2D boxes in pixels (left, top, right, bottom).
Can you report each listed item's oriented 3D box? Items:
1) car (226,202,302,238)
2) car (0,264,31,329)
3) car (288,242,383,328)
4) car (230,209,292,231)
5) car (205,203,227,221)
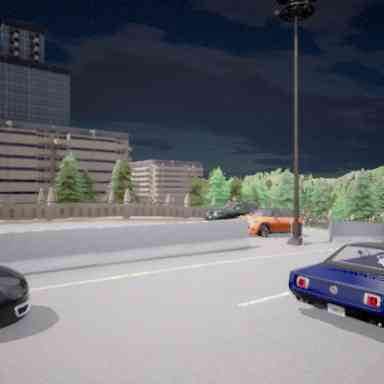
[{"bbox_3d":[4.615,1.742,20.172,4.553,1.767,2.097,4,-2,-35],"label":"car"},{"bbox_3d":[-4.912,1.494,4.541,4.892,1.490,1.837,0,0,-35],"label":"car"},{"bbox_3d":[4.171,1.685,6.718,4.718,1.301,1.895,1,-1,-35],"label":"car"},{"bbox_3d":[5.220,2.107,24.902,4.674,1.442,1.812,5,-3,-35],"label":"car"},{"bbox_3d":[3.721,1.845,28.133,5.566,2.045,2.150,5,-3,-35],"label":"car"}]
